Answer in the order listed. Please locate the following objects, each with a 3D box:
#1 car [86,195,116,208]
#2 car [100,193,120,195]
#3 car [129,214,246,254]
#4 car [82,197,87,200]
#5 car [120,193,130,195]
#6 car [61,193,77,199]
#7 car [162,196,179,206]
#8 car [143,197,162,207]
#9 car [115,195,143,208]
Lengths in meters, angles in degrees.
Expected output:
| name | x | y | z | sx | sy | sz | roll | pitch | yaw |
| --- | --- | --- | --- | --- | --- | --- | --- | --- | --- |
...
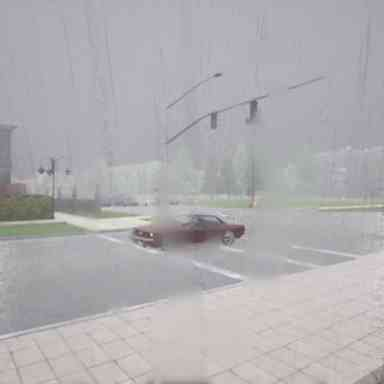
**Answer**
| name | x | y | z | sx | sy | sz | roll | pitch | yaw |
| --- | --- | --- | --- | --- | --- | --- | --- | --- | --- |
| car | -12.677 | 1.523 | 46.211 | 1.994 | 1.385 | 4.181 | 0 | 0 | -36 |
| car | -16.334 | 1.160 | 63.227 | 2.150 | 2.045 | 5.566 | 0 | 1 | -36 |
| car | -0.101 | 1.585 | 13.622 | 4.718 | 1.301 | 1.895 | 0 | 0 | -35 |
| car | -18.867 | 1.514 | 60.719 | 1.994 | 1.385 | 4.181 | 0 | 0 | -36 |
| car | -13.268 | 1.156 | 64.973 | 2.150 | 2.045 | 5.566 | 0 | 0 | -36 |
| car | -22.198 | 1.177 | 59.356 | 2.150 | 2.045 | 5.566 | 0 | 0 | -36 |
| car | -3.982 | 1.412 | 52.117 | 1.882 | 1.535 | 5.008 | 0 | 0 | -36 |
| car | -6.941 | 1.468 | 50.226 | 1.812 | 1.442 | 4.674 | 0 | 0 | -36 |
| car | -9.650 | 1.498 | 47.995 | 2.033 | 1.411 | 5.357 | 0 | 0 | -36 |
